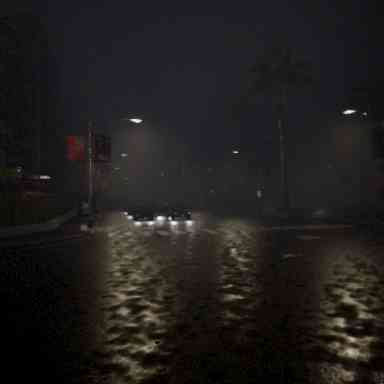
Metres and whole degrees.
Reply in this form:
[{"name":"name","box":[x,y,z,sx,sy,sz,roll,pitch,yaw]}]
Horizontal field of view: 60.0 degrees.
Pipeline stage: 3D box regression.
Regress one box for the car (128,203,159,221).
[{"name":"car","box":[-5.017,2.101,33.746,2.033,1.411,5.357,-1,-1,-14]}]

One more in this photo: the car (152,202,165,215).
[{"name":"car","box":[-3.651,2.264,42.704,1.895,1.301,4.718,-1,-1,-14]}]

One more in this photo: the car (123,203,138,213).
[{"name":"car","box":[-9.722,2.445,52.422,1.994,1.385,4.181,-1,-1,-14]}]

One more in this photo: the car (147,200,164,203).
[{"name":"car","box":[-6.192,2.344,52.755,1.837,1.490,4.892,-1,-1,-14]}]

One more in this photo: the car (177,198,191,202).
[{"name":"car","box":[-1.732,2.158,63.668,2.150,2.045,5.566,0,-1,-18]}]

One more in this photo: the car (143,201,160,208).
[{"name":"car","box":[-8.745,2.599,72.066,2.033,1.411,5.357,0,-1,-26]}]

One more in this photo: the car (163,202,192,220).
[{"name":"car","box":[-1.437,2.034,33.875,1.812,1.442,4.674,-1,-1,-14]}]

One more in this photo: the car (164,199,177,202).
[{"name":"car","box":[-5.017,2.454,62.448,2.128,1.511,4.902,0,-1,-18]}]

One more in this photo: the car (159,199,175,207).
[{"name":"car","box":[-5.555,2.389,73.504,2.097,1.767,4.553,0,-1,-26]}]

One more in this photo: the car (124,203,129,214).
[{"name":"car","box":[-7.256,2.274,42.712,1.994,1.385,4.181,-1,-1,-13]}]
